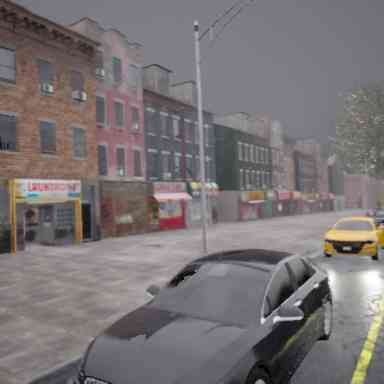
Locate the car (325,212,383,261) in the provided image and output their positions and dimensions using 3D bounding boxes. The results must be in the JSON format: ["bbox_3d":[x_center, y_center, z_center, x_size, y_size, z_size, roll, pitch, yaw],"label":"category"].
[{"bbox_3d":[6.955,1.802,14.033,1.882,1.535,5.008,-3,-3,34],"label":"car"}]

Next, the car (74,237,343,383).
[{"bbox_3d":[0.670,1.671,4.765,1.837,1.490,4.892,-3,-2,34],"label":"car"}]
